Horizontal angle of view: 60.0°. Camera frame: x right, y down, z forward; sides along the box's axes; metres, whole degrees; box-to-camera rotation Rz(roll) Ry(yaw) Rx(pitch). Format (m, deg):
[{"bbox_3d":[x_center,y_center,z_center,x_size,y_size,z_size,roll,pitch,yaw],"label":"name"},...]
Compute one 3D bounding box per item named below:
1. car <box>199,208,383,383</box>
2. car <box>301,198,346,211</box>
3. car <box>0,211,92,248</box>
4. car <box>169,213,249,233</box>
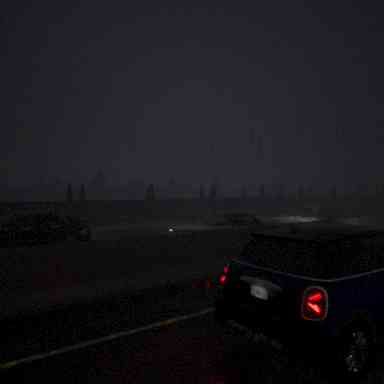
[{"bbox_3d":[2.614,1.325,5.611,4.553,1.767,2.097,0,0,-36],"label":"car"},{"bbox_3d":[11.714,1.344,29.541,5.008,1.535,1.882,0,0,-35],"label":"car"},{"bbox_3d":[-6.278,1.495,12.411,4.892,1.490,1.837,0,0,-36],"label":"car"},{"bbox_3d":[1.350,1.556,13.554,4.718,1.301,1.895,0,0,-35],"label":"car"}]
